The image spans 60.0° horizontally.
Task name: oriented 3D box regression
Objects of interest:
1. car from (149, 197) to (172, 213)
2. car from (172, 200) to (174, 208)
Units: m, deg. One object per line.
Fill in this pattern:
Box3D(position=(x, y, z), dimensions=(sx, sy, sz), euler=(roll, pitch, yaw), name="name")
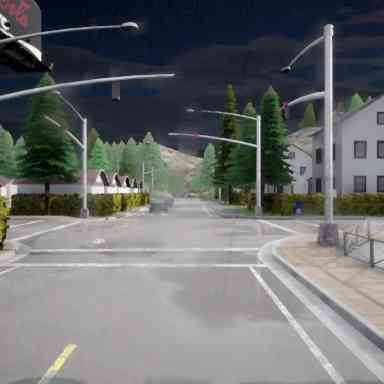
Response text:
Box3D(position=(-3.597, 1.526, 37.117), dimensions=(1.812, 1.442, 4.674), euler=(0, 0, 0), name="car")
Box3D(position=(-3.591, 1.505, 47.085), dimensions=(1.837, 1.490, 4.892), euler=(0, 0, 0), name="car")
